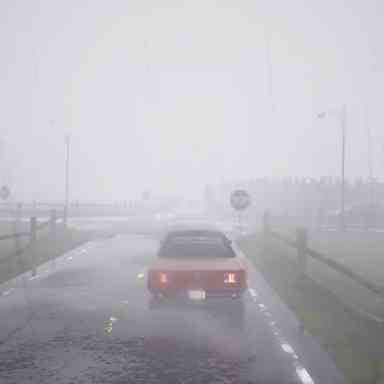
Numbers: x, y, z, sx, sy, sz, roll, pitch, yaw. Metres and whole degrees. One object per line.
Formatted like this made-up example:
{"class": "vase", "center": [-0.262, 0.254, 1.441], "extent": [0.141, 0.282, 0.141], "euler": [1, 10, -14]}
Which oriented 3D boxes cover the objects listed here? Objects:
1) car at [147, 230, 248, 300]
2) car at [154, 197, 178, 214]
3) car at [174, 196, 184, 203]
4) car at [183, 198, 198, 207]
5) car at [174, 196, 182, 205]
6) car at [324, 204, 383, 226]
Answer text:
{"class": "car", "center": [0.095, 1.602, 8.344], "extent": [1.895, 1.301, 4.718], "euler": [0, 0, 0]}
{"class": "car", "center": [-2.874, 1.579, 35.617], "extent": [1.994, 1.385, 4.181], "euler": [0, 0, 0]}
{"class": "car", "center": [-2.812, 1.575, 72.221], "extent": [2.128, 1.511, 4.902], "euler": [0, 0, 0]}
{"class": "car", "center": [0.045, 1.633, 52.216], "extent": [1.895, 1.301, 4.718], "euler": [0, 0, 0]}
{"class": "car", "center": [-2.879, 1.574, 47.449], "extent": [2.033, 1.411, 5.357], "euler": [0, 0, 0]}
{"class": "car", "center": [12.700, 1.699, 25.705], "extent": [4.553, 1.767, 2.097], "euler": [1, -1, -1]}
